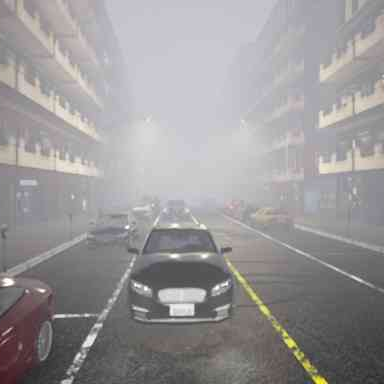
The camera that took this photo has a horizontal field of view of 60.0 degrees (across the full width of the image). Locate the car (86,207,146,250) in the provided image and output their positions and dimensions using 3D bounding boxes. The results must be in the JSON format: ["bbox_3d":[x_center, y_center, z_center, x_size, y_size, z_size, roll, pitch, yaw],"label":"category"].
[{"bbox_3d":[-3.278,1.544,14.273,2.008,1.369,4.403,-1,0,-3],"label":"car"}]

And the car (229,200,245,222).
[{"bbox_3d":[4.450,1.553,25.908,1.947,1.339,4.313,-1,0,-3],"label":"car"}]

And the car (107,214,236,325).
[{"bbox_3d":[-0.274,1.488,7.398,2.128,1.511,4.902,0,0,-3],"label":"car"}]

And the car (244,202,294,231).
[{"bbox_3d":[4.760,1.515,20.485,1.752,1.417,4.829,-1,0,-3],"label":"car"}]

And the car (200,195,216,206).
[{"bbox_3d":[2.850,1.542,53.873,1.947,1.339,4.313,-1,0,-3],"label":"car"}]

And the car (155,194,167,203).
[{"bbox_3d":[-6.482,1.286,70.202,2.192,1.841,5.009,-1,0,-3],"label":"car"}]

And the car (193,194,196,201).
[{"bbox_3d":[1.568,1.409,76.245,1.967,1.590,4.097,-1,0,-3],"label":"car"}]

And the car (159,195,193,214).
[{"bbox_3d":[-1.269,1.340,26.456,2.097,1.767,4.553,0,0,-3],"label":"car"}]

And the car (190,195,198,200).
[{"bbox_3d":[0.610,1.515,93.023,2.008,1.369,4.403,-1,0,-3],"label":"car"}]

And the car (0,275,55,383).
[{"bbox_3d":[-2.637,1.581,3.087,1.802,1.307,4.206,-1,0,-3],"label":"car"}]

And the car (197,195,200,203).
[{"bbox_3d":[2.530,1.525,59.467,2.008,1.369,4.403,-1,0,-3],"label":"car"}]

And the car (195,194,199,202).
[{"bbox_3d":[2.200,1.497,65.229,1.752,1.417,4.829,-1,0,-3],"label":"car"}]

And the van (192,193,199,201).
[{"bbox_3d":[0.926,1.307,87.430,1.690,1.788,3.998,-1,0,-3],"label":"van"}]

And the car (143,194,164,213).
[{"bbox_3d":[-4.561,1.298,36.644,2.192,1.841,5.009,-1,0,-3],"label":"car"}]

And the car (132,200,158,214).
[{"bbox_3d":[-3.918,1.539,25.458,2.008,1.369,4.403,-1,0,-3],"label":"car"}]

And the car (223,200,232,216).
[{"bbox_3d":[4.128,1.425,31.501,1.967,1.590,4.097,-1,0,-3],"label":"car"}]
